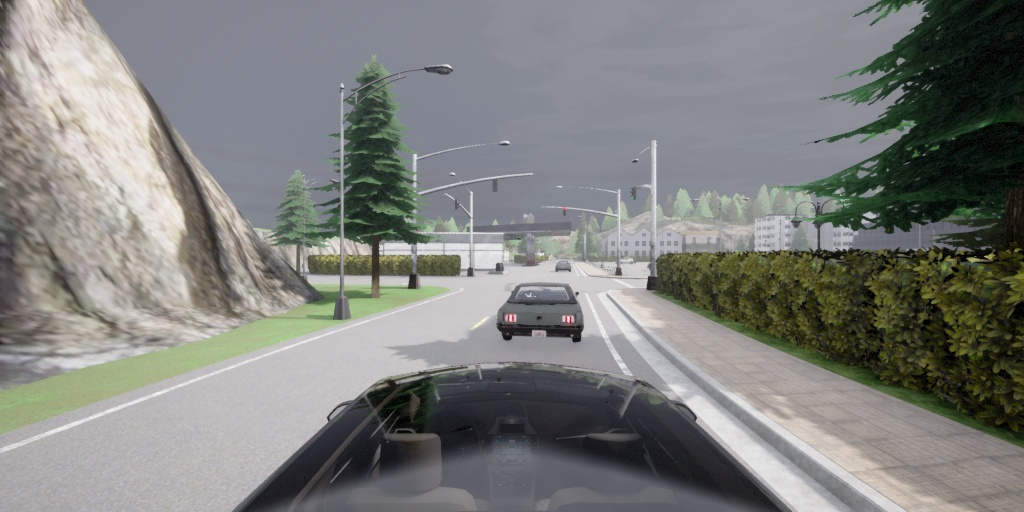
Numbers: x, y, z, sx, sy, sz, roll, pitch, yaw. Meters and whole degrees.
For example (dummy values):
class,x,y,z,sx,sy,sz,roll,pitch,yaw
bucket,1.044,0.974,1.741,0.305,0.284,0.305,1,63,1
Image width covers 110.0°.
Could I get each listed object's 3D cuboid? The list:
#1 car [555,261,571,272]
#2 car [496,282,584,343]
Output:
class,x,y,z,sx,sy,sz,roll,pitch,yaw
car,6.567,1.314,45.819,1.994,1.385,4.181,0,0,9
car,0.883,1.351,9.760,1.895,1.301,4.718,0,0,8
